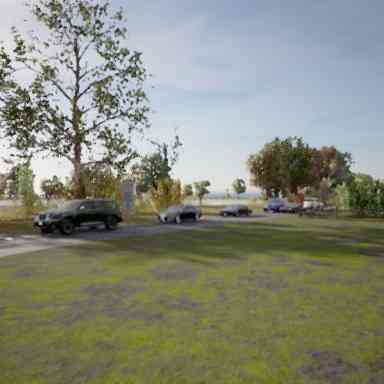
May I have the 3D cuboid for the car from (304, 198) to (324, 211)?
[{"bbox_3d":[19.429,2.020,53.280,2.150,2.045,5.566,-1,-1,35],"label":"car"}]

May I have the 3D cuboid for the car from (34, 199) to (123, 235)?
[{"bbox_3d":[-6.843,1.432,20.724,2.150,2.045,5.566,-1,-1,34],"label":"car"}]

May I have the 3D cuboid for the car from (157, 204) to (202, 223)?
[{"bbox_3d":[-0.997,1.853,29.086,2.128,1.511,4.902,-1,-1,35],"label":"car"}]

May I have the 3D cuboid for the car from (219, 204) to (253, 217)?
[{"bbox_3d":[5.078,2.068,37.740,2.033,1.411,5.357,-1,-1,35],"label":"car"}]

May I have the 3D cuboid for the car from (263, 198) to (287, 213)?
[{"bbox_3d":[12.102,1.917,47.666,2.150,2.045,5.566,-1,0,35],"label":"car"}]

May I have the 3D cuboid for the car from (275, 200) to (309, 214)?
[{"bbox_3d":[13.484,2.186,44.701,2.033,1.411,5.357,-1,-1,35],"label":"car"}]
